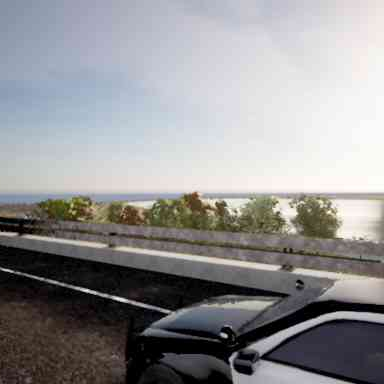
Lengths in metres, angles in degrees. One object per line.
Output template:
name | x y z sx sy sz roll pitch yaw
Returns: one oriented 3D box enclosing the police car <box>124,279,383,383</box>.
police car | 1.522 1.508 2.780 4.974 1.542 2.038 -1 -1 36
